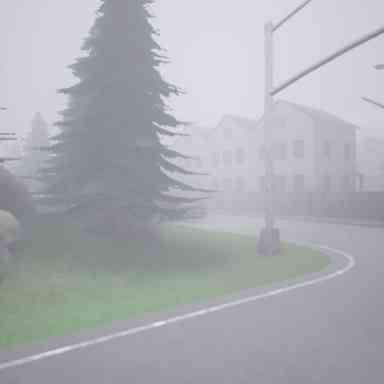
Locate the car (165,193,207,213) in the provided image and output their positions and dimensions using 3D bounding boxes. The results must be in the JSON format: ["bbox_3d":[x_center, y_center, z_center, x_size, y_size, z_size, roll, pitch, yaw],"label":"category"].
[{"bbox_3d":[-1.159,1.100,25.852,2.150,2.045,5.566,-1,0,-35],"label":"car"}]
